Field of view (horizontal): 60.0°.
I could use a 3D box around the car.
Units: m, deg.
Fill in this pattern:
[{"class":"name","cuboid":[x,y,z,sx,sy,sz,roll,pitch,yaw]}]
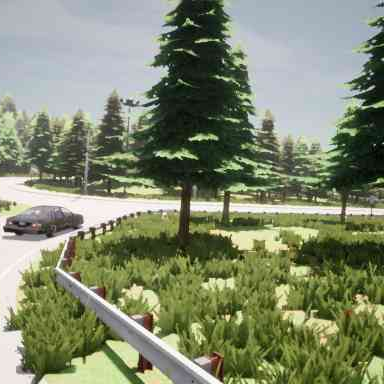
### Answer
[{"class":"car","cuboid":[-7.402,1.411,17.297,2.033,1.411,5.357,4,1,3]}]
